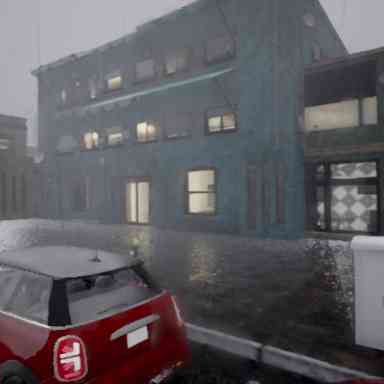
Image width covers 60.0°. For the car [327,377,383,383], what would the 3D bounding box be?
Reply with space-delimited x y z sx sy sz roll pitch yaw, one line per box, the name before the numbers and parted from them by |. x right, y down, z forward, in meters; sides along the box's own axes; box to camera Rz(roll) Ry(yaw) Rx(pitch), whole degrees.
car | 2.402 1.578 1.177 4.206 1.307 1.802 0 -1 35

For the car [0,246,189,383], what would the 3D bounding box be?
car | -2.119 1.445 4.395 4.097 1.590 1.967 0 -1 35
